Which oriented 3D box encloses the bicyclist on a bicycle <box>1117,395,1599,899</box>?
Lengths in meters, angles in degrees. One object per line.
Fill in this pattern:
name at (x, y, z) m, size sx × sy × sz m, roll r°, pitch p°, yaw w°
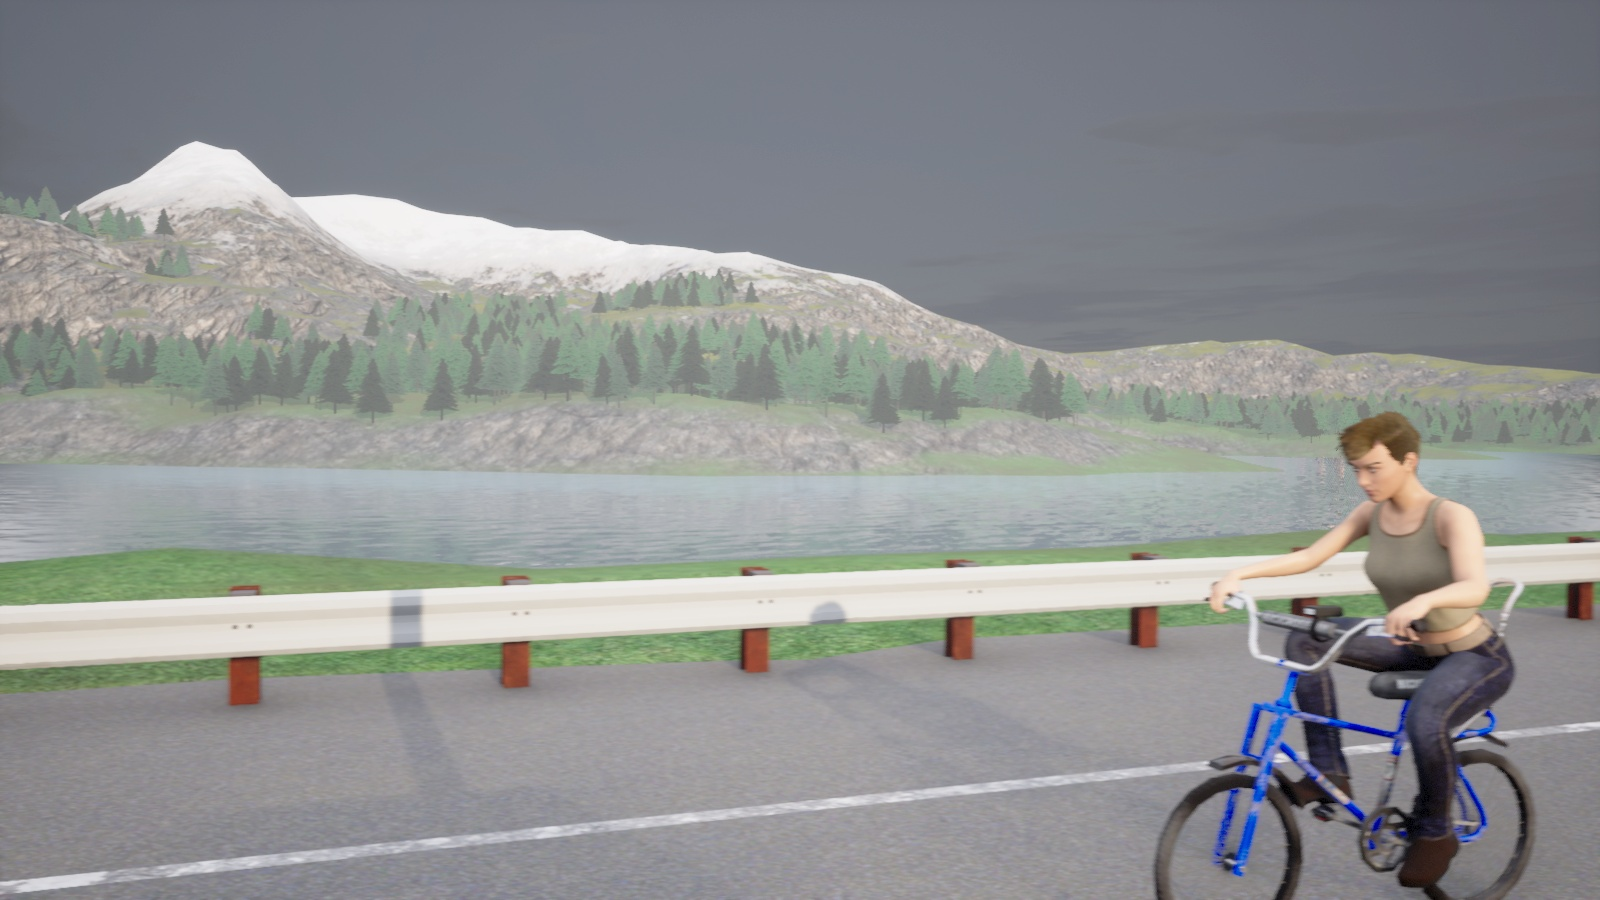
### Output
bicyclist on a bicycle at (1.895, 0.647, 3.940) m, size 1.509 × 1.612 × 0.866 m, roll -1°, pitch 1°, yaw -20°
